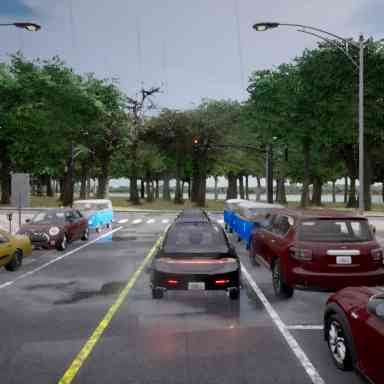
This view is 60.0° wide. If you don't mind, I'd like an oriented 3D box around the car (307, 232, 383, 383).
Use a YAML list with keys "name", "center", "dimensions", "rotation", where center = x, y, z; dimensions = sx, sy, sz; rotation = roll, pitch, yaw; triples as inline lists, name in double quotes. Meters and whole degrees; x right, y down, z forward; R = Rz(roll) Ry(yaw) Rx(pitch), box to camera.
- name: "car"
  center: [2.759, 1.440, 2.988]
  dimensions: [1.967, 1.590, 4.097]
  rotation: [0, 0, 0]

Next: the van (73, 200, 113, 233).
- name: "van"
  center: [-5.774, 1.343, 19.297]
  dimensions: [1.690, 1.788, 3.998]
  rotation: [0, 0, 0]

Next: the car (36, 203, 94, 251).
- name: "car"
  center: [-5.771, 1.441, 13.859]
  dimensions: [1.967, 1.590, 4.097]
  rotation: [0, 0, 0]

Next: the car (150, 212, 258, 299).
- name: "car"
  center: [0.085, 1.492, 8.457]
  dimensions: [2.128, 1.511, 4.902]
  rotation: [0, 0, 0]

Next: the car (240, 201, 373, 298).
- name: "car"
  center: [2.757, 1.315, 8.426]
  dimensions: [2.192, 1.841, 5.009]
  rotation: [0, 0, 0]

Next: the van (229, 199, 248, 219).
- name: "van"
  center: [2.754, 1.342, 13.863]
  dimensions: [1.690, 1.788, 3.998]
  rotation: [0, 0, 0]

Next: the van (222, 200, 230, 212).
- name: "van"
  center: [2.751, 1.343, 19.301]
  dimensions: [1.690, 1.788, 3.998]
  rotation: [0, 0, 0]

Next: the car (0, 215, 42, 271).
- name: "car"
  center: [-5.768, 1.526, 8.252]
  dimensions: [1.752, 1.417, 4.829]
  rotation: [0, 0, 0]

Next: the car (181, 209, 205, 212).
- name: "car"
  center: [0.048, 1.566, 17.375]
  dimensions: [1.994, 1.385, 4.181]
  rotation: [0, 0, 1]
